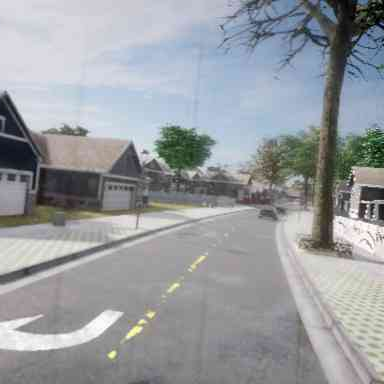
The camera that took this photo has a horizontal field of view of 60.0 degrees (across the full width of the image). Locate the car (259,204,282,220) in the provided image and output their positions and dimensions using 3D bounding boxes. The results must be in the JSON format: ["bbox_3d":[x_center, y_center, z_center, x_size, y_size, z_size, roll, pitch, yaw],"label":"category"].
[{"bbox_3d":[8.999,2.397,38.756,1.837,1.490,4.892,6,0,18],"label":"car"}]

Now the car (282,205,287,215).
[{"bbox_3d":[14.130,2.745,53.575,1.882,1.535,5.008,6,1,21],"label":"car"}]
